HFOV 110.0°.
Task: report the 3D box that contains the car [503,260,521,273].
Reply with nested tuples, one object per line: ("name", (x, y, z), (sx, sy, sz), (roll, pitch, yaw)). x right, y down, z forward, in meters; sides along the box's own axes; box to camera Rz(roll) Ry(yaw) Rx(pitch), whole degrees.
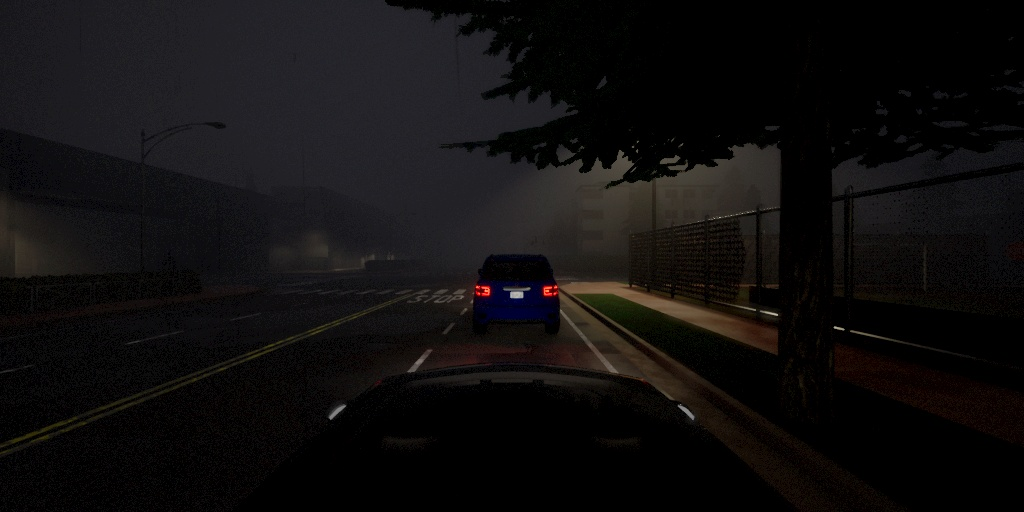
("car", (0.015, 1.240, 45.649), (2.128, 1.511, 4.902), (0, 0, 0))

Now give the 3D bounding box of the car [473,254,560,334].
("car", (0.113, 0.971, 10.780), (2.150, 2.045, 5.566), (0, 0, 0))
